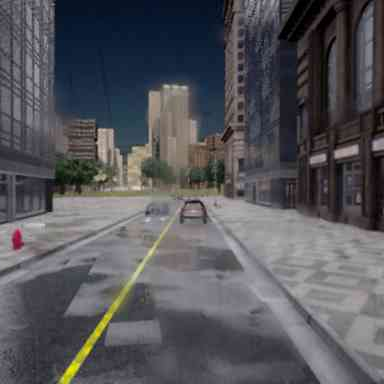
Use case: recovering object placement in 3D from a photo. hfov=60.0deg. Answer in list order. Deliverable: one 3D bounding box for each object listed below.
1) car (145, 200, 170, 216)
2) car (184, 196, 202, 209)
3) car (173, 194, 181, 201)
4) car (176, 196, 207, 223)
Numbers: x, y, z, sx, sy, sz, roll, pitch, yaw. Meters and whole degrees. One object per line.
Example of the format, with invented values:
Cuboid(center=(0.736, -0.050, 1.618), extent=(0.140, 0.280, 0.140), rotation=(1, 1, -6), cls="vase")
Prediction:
Cuboid(center=(-3.095, 1.446, 30.385), extent=(1.994, 1.385, 4.181), rotation=(0, 0, 0), cls="car")
Cuboid(center=(0.097, 1.323, 43.004), extent=(2.128, 1.511, 4.902), rotation=(0, 0, 0), cls="car")
Cuboid(center=(-3.001, 1.212, 71.830), extent=(1.994, 1.385, 4.181), rotation=(0, 0, 0), cls="car")
Cuboid(center=(0.099, 1.335, 24.697), extent=(2.033, 1.649, 4.856), rotation=(0, 1, 0), cls="car")
